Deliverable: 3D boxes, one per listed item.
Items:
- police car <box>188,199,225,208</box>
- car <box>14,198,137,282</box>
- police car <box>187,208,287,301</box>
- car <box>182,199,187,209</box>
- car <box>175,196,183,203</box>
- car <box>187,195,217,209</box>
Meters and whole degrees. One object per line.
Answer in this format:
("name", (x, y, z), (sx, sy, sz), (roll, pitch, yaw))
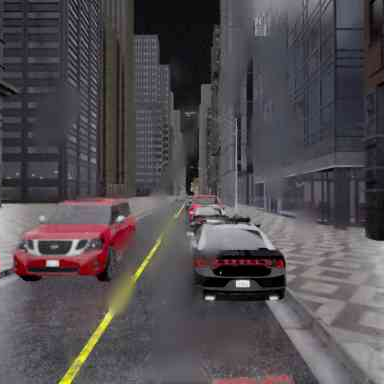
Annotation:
("police car", (0.920, 1.448, 18.510), (1.930, 1.638, 5.238), (0, 0, 0))
("car", (-3.089, 1.230, 10.136), (2.150, 2.045, 5.566), (0, 0, 0))
("police car", (0.908, 1.433, 8.508), (1.930, 1.638, 5.238), (0, 0, 0))
("car", (0.078, 1.633, 46.879), (2.033, 1.411, 5.357), (0, 0, 1))
("car", (-2.913, 1.655, 76.857), (1.837, 1.490, 4.892), (0, 0, 0))
("car", (0.927, 1.260, 24.432), (2.150, 2.045, 5.566), (0, 0, 0))
